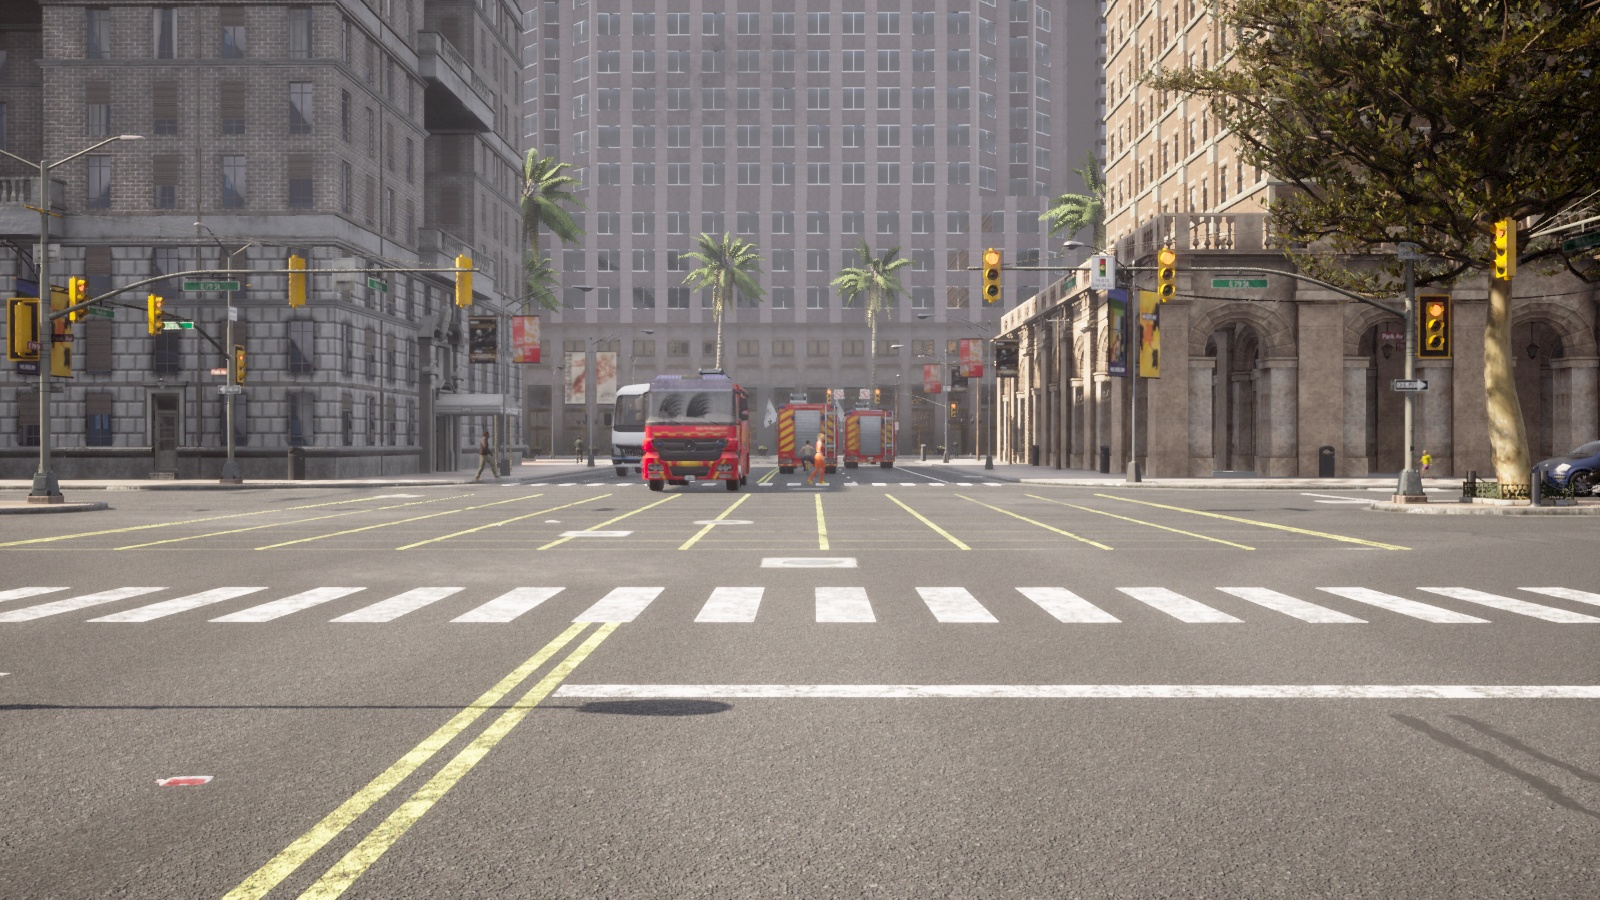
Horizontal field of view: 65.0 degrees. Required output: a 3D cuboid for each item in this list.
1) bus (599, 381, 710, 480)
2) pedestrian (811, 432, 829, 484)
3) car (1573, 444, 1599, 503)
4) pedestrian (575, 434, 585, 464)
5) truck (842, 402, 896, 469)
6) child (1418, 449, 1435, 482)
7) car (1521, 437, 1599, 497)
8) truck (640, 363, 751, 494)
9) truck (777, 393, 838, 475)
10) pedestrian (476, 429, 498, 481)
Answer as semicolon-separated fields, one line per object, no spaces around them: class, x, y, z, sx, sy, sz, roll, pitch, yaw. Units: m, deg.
bus;-6.642;-0.971;59.315;3.944;4.253;10.273;0;1;0
pedestrian;0.713;0.292;44.552;0.594;1.836;0.345;0;0;-14
car;22.365;0.587;31.353;4.792;1.488;2.163;0;0;2
pedestrian;-14.196;-0.065;80.961;0.423;1.949;0.788;0;0;9
truck;4.085;-0.844;76.003;2.891;3.827;8.468;0;0;1
child;22.409;0.548;44.907;0.473;1.160;0.299;0;0;0
car;22.559;0.466;34.883;3.988;1.617;1.851;0;0;1
truck;-3.244;-0.653;41.116;2.891;3.827;8.468;0;0;0
truck;0.391;-0.775;63.232;2.891;3.827;8.468;0;0;0
pedestrian;-11.291;0.176;45.257;0.703;1.840;0.431;0;0;-6
